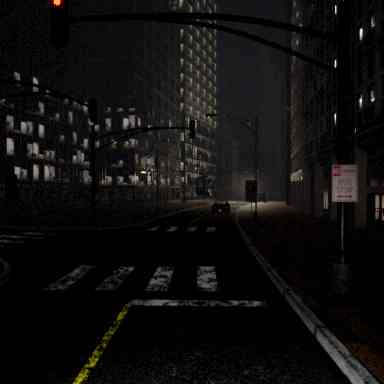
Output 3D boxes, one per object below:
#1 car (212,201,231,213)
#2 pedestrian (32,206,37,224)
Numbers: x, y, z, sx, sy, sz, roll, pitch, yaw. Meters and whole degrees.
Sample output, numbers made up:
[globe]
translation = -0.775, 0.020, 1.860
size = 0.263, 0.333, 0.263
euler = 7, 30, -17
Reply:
[car]
translation = 3.384, 1.675, 37.763
size = 1.895, 1.301, 4.718
euler = 0, 0, 9
[pedestrian]
translation = -9.391, 1.345, 19.892
size = 0.500, 1.100, 0.500
euler = 0, 0, 17
